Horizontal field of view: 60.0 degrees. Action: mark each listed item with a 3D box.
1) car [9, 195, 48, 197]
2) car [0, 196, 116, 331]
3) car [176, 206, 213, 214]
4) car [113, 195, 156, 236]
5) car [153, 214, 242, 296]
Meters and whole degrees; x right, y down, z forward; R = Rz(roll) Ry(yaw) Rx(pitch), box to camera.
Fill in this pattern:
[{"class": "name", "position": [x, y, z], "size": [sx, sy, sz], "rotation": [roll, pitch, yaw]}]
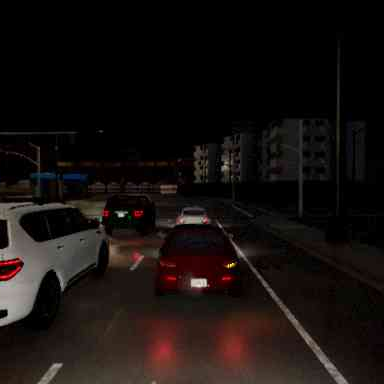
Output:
[{"class": "car", "position": [-10.445, 1.214, 20.511], "size": [2.150, 2.045, 5.566], "rotation": [0, 0, 0]}, {"class": "car", "position": [-3.380, 1.219, 6.978], "size": [2.150, 2.045, 5.566], "rotation": [0, 0, 0]}, {"class": "car", "position": [0.126, 1.486, 17.771], "size": [1.812, 1.442, 4.674], "rotation": [0, 0, 1]}, {"class": "car", "position": [-3.340, 1.175, 18.402], "size": [2.150, 2.045, 5.566], "rotation": [0, 0, 0]}, {"class": "car", "position": [0.126, 1.520, 8.481], "size": [1.812, 1.442, 4.674], "rotation": [0, 0, 0]}]
